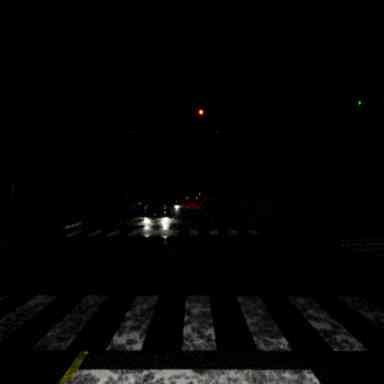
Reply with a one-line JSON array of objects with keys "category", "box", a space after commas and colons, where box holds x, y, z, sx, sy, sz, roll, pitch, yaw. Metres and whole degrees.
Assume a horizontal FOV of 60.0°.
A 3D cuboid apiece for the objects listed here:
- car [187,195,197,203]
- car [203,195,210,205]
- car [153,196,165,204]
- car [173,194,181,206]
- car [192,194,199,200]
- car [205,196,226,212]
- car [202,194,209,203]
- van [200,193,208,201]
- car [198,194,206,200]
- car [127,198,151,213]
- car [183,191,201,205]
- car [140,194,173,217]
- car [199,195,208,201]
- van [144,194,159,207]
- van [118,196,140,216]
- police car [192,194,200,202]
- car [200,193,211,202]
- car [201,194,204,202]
[{"category": "car", "box": [-0.004, 1.367, 65.659, 1.837, 1.490, 4.892, 0, 0, 0]}, {"category": "car", "box": [2.773, 1.448, 42.303, 1.887, 1.381, 4.507, 0, 0, 0]}, {"category": "car", "box": [-5.779, 1.455, 58.895, 1.802, 1.307, 4.206, 0, 0, 0]}, {"category": "car", "box": [-3.069, 1.393, 51.908, 1.837, 1.490, 4.892, 0, -1, 0]}, {"category": "car", "box": [0.894, 1.270, 91.585, 1.801, 1.575, 5.366, 0, 0, 0]}, {"category": "car", "box": [2.774, 1.459, 36.777, 1.887, 1.381, 4.507, 0, 0, 0]}, {"category": "car", "box": [2.771, 1.438, 47.828, 1.887, 1.381, 4.507, 0, 0, 0]}, {"category": "van", "box": [2.762, 1.184, 75.455, 1.690, 1.788, 3.998, 0, 0, 0]}, {"category": "car", "box": [2.758, 1.254, 92.032, 1.967, 1.590, 4.097, 0, 0, 0]}, {"category": "car", "box": [-5.781, 1.459, 36.795, 1.887, 1.381, 4.507, 0, 0, 0]}, {"category": "car", "box": [0.043, 1.101, 55.126, 2.150, 2.045, 5.566, 0, 0, 0]}, {"category": "car", "box": [-3.100, 1.280, 30.071, 2.097, 1.767, 4.553, 0, 0, 0]}, {"category": "car", "box": [2.762, 1.384, 80.981, 2.008, 1.369, 4.403, 0, 0, 0]}, {"category": "van", "box": [-5.781, 1.234, 47.844, 1.690, 1.788, 3.998, 0, 0, 0]}, {"category": "van", "box": [-5.782, 1.266, 31.269, 1.690, 1.788, 3.998, 0, 0, 0]}, {"category": "police car", "box": [0.895, 1.268, 75.506, 1.930, 1.638, 5.238, 0, 0, 0]}, {"category": "car", "box": [2.764, 1.168, 69.929, 2.192, 1.841, 5.009, 0, 0, 0]}, {"category": "car", "box": [2.769, 1.408, 53.523, 1.752, 1.417, 4.829, 0, 0, 0]}]
